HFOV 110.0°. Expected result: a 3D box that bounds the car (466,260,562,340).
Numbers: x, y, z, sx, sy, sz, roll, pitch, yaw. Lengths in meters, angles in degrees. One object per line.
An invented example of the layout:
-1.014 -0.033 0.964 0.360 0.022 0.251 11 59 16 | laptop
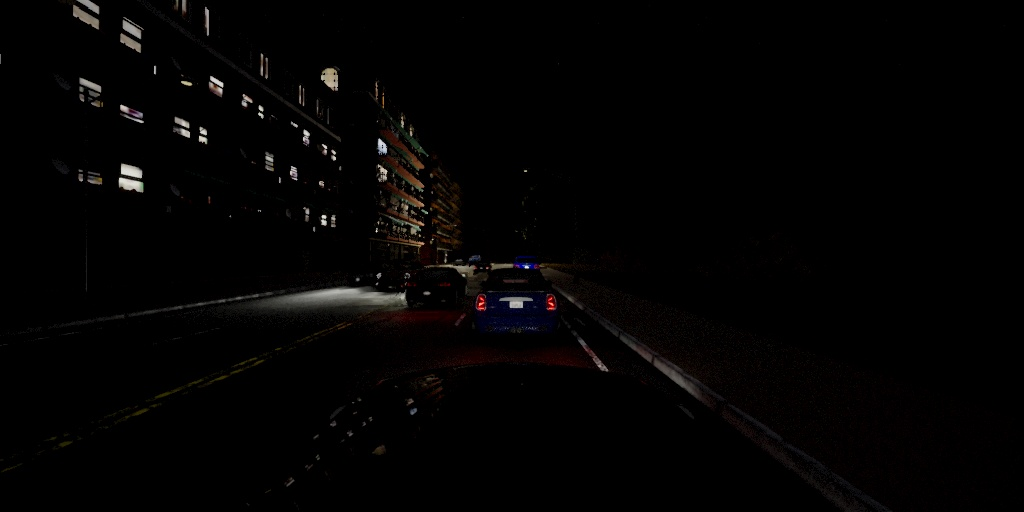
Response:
0.097 1.103 10.099 2.097 1.767 4.553 0 0 0 | car

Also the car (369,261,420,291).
-6.603 1.105 21.752 2.097 1.767 4.553 0 0 0 | car

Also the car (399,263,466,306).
-3.153 1.230 15.750 1.882 1.535 5.008 0 0 0 | car

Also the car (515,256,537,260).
1.135 0.979 30.053 2.150 2.045 5.566 0 0 0 | car

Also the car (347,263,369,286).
-9.853 1.245 25.366 2.128 1.511 4.902 0 0 0 | car

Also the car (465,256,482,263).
-6.559 0.971 64.316 2.150 2.045 5.566 0 0 0 | car

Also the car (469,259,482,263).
-3.150 1.301 39.465 2.033 1.411 5.357 0 0 0 | car
